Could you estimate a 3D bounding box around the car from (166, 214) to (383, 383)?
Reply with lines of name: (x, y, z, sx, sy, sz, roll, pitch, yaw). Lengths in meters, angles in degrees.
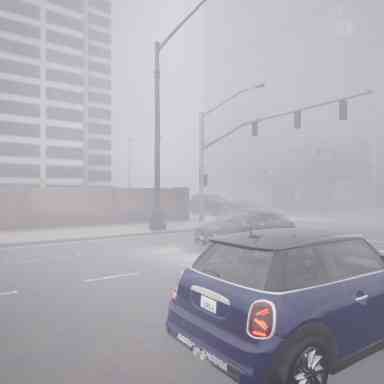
car: (1.937, 1.352, 5.170, 4.553, 1.767, 2.097, 0, 0, -35)

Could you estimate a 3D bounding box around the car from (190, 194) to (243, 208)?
car: (2.018, 1.222, 32.793, 2.150, 2.045, 5.566, 0, 0, -36)

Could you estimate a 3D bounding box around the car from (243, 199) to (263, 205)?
car: (5.615, 1.491, 33.784, 2.128, 1.511, 4.902, 0, 0, -36)

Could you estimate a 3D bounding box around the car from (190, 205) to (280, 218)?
car: (2.331, 1.504, 14.086, 4.892, 1.490, 1.837, 0, 1, -36)
